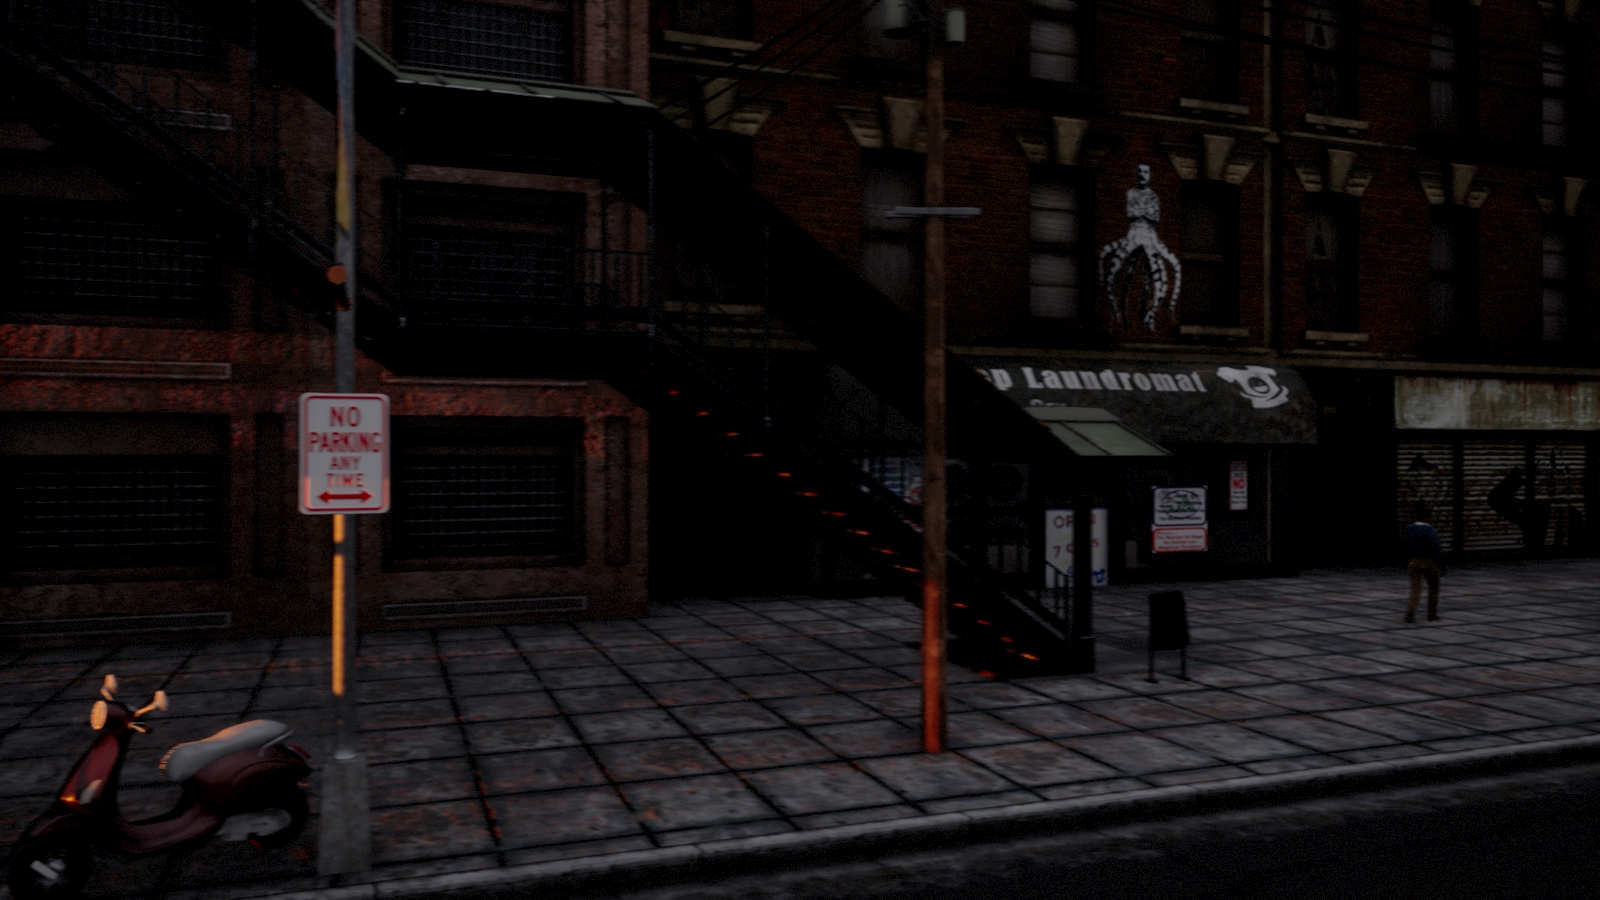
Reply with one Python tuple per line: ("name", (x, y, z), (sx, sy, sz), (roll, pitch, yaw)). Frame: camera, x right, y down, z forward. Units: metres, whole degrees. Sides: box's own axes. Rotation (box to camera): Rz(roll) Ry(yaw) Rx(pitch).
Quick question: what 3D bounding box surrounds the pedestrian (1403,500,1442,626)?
("pedestrian", (9.429, 1.697, 17.304), (0.375, 1.860, 0.375), (0, 0, -32))
